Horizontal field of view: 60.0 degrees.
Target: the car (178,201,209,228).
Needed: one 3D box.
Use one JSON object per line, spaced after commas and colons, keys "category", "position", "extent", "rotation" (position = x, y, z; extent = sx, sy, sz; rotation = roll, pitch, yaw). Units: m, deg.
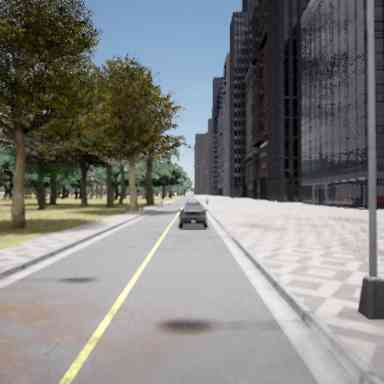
{"category": "car", "position": [0.083, 1.600, 23.132], "extent": [1.837, 1.490, 4.892], "rotation": [0, 0, 0]}
